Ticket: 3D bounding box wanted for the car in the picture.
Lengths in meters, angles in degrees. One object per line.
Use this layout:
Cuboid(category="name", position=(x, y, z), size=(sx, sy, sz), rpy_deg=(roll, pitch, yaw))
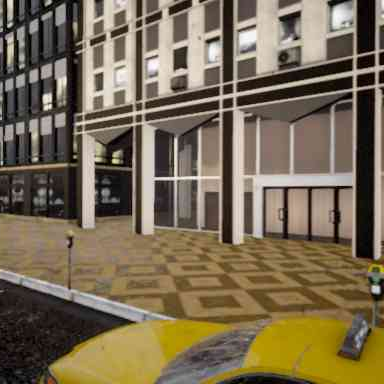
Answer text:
Cuboid(category="car", position=(0.826, 1.524, 2.283), size=(4.829, 1.417, 1.752), rpy_deg=(0, 0, 36))
